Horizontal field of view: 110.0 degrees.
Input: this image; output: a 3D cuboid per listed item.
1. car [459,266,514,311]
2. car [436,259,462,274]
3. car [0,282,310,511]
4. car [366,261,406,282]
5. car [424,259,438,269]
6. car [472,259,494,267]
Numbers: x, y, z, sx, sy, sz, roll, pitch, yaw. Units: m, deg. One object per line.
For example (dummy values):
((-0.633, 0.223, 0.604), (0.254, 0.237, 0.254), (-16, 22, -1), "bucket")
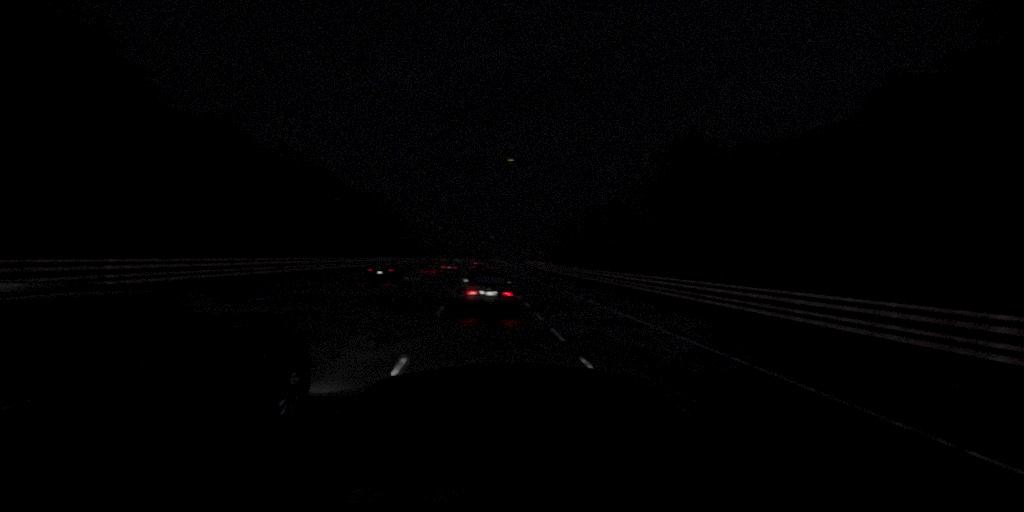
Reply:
((-0.991, 1.350, 14.815), (2.033, 1.411, 5.357), (3, 0, -5), "car")
((-6.829, 1.281, 40.370), (2.033, 1.411, 5.357), (3, 0, -4), "car")
((-3.338, 0.956, 2.504), (2.097, 1.767, 4.553), (3, 0, -5), "car")
((-9.073, 1.089, 26.097), (1.994, 1.385, 4.181), (3, 0, -5), "car")
((-10.935, 1.115, 50.028), (2.128, 1.511, 4.902), (3, 0, -3), "car")
((-3.457, 1.381, 42.708), (1.882, 1.535, 5.008), (3, 0, -4), "car")
